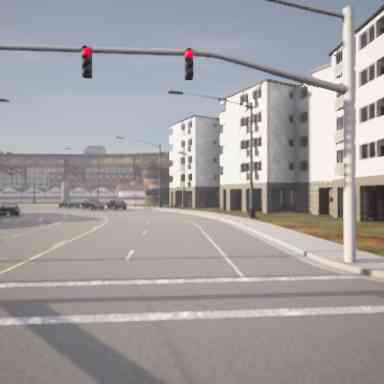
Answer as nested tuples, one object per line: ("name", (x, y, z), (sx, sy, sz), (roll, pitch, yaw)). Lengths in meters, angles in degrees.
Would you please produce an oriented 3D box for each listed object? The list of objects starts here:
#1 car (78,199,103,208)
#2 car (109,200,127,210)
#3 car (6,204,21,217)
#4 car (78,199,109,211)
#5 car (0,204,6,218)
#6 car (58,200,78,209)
("car", (-17.261, 1.955, 56.448), (4.892, 1.490, 1.837), (0, -1, 42))
("car", (-11.365, 1.894, 49.653), (1.837, 1.490, 4.892), (0, 0, -36))
("car", (-18.903, 1.908, 34.533), (1.895, 1.301, 4.718), (0, 0, -26))
("car", (-14.115, 1.873, 47.482), (2.128, 1.511, 4.902), (0, 0, -36))
("car", (-15.925, 1.760, 24.909), (1.812, 1.442, 4.674), (0, 0, -11))
("car", (-20.040, 1.968, 54.255), (4.674, 1.442, 1.812), (0, -1, 42))
